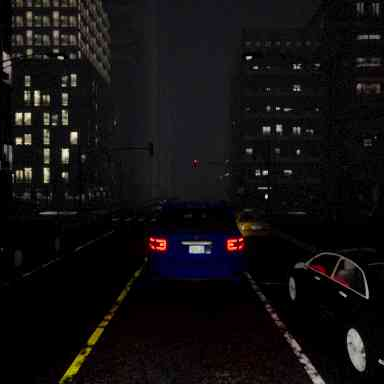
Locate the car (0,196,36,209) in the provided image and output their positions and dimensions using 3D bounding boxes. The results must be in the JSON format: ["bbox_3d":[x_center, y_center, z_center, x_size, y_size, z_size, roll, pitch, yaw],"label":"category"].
[{"bbox_3d":[-21.667,1.274,40.230,4.829,1.417,1.752,0,0,1],"label":"car"}]

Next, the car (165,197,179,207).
[{"bbox_3d":[-3.099,1.552,52.681,1.994,1.385,4.181,0,0,0],"label":"car"}]

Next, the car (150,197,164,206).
[{"bbox_3d":[-5.710,1.513,54.386,1.752,1.417,4.829,-1,0,0],"label":"car"}]

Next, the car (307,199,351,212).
[{"bbox_3d":[16.308,1.622,39.737,4.403,1.369,2.008,0,0,1],"label":"car"}]

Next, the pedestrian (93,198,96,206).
[{"bbox_3d":[-12.555,1.299,43.079,0.500,1.100,0.500,0,0,1],"label":"pedestrian"}]

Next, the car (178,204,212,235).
[{"bbox_3d":[0.095,1.520,19.737,1.812,1.442,4.674,0,0,-2],"label":"car"}]

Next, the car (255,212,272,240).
[{"bbox_3d":[2.804,1.521,16.772,1.752,1.417,4.829,-1,0,0],"label":"car"}]

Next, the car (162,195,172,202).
[{"bbox_3d":[-5.712,1.530,77.174,1.887,1.381,4.507,-1,0,0],"label":"car"}]

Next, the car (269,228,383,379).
[{"bbox_3d":[2.806,1.549,5.313,2.008,1.369,4.403,-1,0,0],"label":"car"}]

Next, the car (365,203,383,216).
[{"bbox_3d":[20.470,1.803,33.888,4.718,1.301,1.895,0,1,1],"label":"car"}]

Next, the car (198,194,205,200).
[{"bbox_3d":[2.664,1.424,94.139,1.967,1.590,4.097,-1,0,0],"label":"car"}]

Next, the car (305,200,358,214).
[{"bbox_3d":[15.514,1.656,37.156,5.357,1.411,2.033,0,1,1],"label":"car"}]

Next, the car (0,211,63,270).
[{"bbox_3d":[-5.834,1.541,11.014,1.887,1.381,4.507,-1,0,0],"label":"car"}]

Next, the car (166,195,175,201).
[{"bbox_3d":[-5.714,1.529,88.483,1.887,1.381,4.507,-1,0,0],"label":"car"}]

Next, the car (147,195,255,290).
[{"bbox_3d":[0.095,1.219,9.226,2.150,2.045,5.566,0,0,0],"label":"car"}]

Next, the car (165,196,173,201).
[{"bbox_3d":[-5.712,1.567,82.828,1.802,1.307,4.206,-1,0,0],"label":"car"}]

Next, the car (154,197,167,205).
[{"bbox_3d":[-5.710,1.553,60.210,1.947,1.339,4.313,-1,0,0],"label":"car"}]

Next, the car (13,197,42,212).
[{"bbox_3d":[-17.821,1.442,34.417,4.181,1.385,1.994,0,1,1],"label":"car"}]
